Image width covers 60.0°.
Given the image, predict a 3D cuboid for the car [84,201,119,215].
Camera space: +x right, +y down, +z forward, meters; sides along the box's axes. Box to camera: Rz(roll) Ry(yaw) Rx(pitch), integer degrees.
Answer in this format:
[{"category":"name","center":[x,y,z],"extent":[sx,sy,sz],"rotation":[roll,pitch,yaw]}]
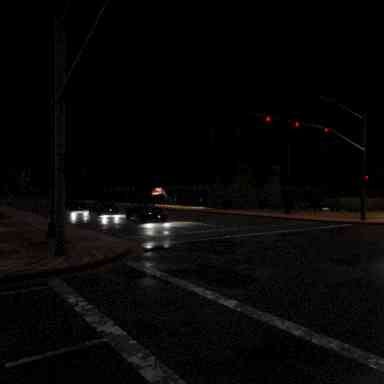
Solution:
[{"category":"car","center":[-8.999,1.564,33.682],"extent":[1.994,1.385,4.181],"rotation":[0,0,-35]}]

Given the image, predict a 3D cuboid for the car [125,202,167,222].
[{"category":"car","center":[-3.768,1.526,26.366],"extent":[1.812,1.442,4.674],"rotation":[0,0,-36]}]

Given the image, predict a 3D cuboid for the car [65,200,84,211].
[{"category":"car","center":[-14.839,1.601,41.890],"extent":[1.895,1.301,4.718],"rotation":[0,0,-35]}]
